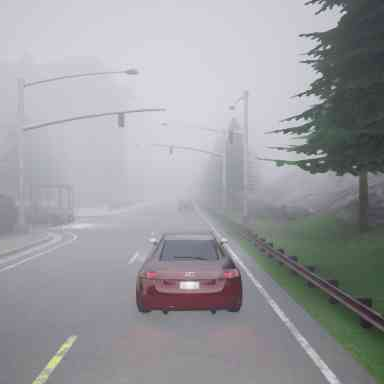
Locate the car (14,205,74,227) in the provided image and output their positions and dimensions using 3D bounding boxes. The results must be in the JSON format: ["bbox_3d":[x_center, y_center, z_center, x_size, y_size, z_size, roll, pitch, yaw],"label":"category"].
[{"bbox_3d":[-10.003,1.558,21.931,4.181,1.385,1.994,0,0,-3],"label":"car"}]

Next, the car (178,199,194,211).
[{"bbox_3d":[-0.766,1.562,41.542,2.033,1.411,5.357,0,0,-2],"label":"car"}]

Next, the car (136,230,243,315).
[{"bbox_3d":[-0.076,1.567,7.690,1.994,1.385,4.181,0,0,-1],"label":"car"}]
